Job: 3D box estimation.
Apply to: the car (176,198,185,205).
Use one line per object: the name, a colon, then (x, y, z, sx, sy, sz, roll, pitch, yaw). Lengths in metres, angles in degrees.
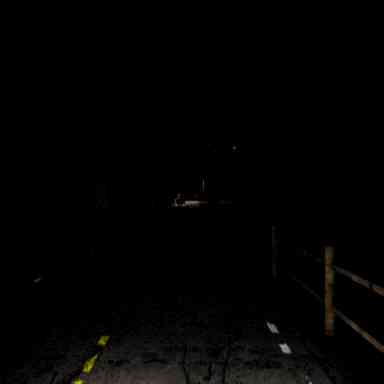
car: (-2.779, 2.292, 80.613, 1.882, 1.535, 5.008, 0, -1, 0)
